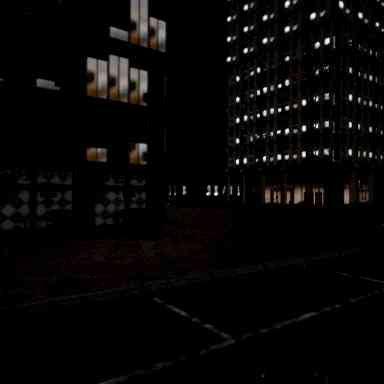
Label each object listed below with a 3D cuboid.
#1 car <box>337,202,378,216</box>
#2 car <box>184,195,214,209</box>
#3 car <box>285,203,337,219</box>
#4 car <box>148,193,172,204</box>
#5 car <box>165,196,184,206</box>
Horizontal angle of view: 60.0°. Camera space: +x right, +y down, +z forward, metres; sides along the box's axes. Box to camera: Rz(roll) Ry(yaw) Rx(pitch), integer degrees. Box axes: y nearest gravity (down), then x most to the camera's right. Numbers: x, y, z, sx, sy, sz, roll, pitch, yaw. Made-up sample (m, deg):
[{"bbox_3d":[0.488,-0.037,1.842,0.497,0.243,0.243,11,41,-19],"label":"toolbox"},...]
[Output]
[{"bbox_3d":[16.667,1.688,33.834,1.802,1.307,4.206,1,0,-32],"label":"car"},{"bbox_3d":[1.157,1.454,43.104,1.802,1.307,4.206,1,0,-33],"label":"car"},{"bbox_3d":[10.046,1.634,29.145,1.802,1.307,4.206,1,0,-32],"label":"car"},{"bbox_3d":[-5.641,1.063,58.045,2.097,1.767,4.553,1,0,-34],"label":"car"},{"bbox_3d":[-1.790,1.338,47.602,1.752,1.417,4.829,1,0,-33],"label":"car"}]
